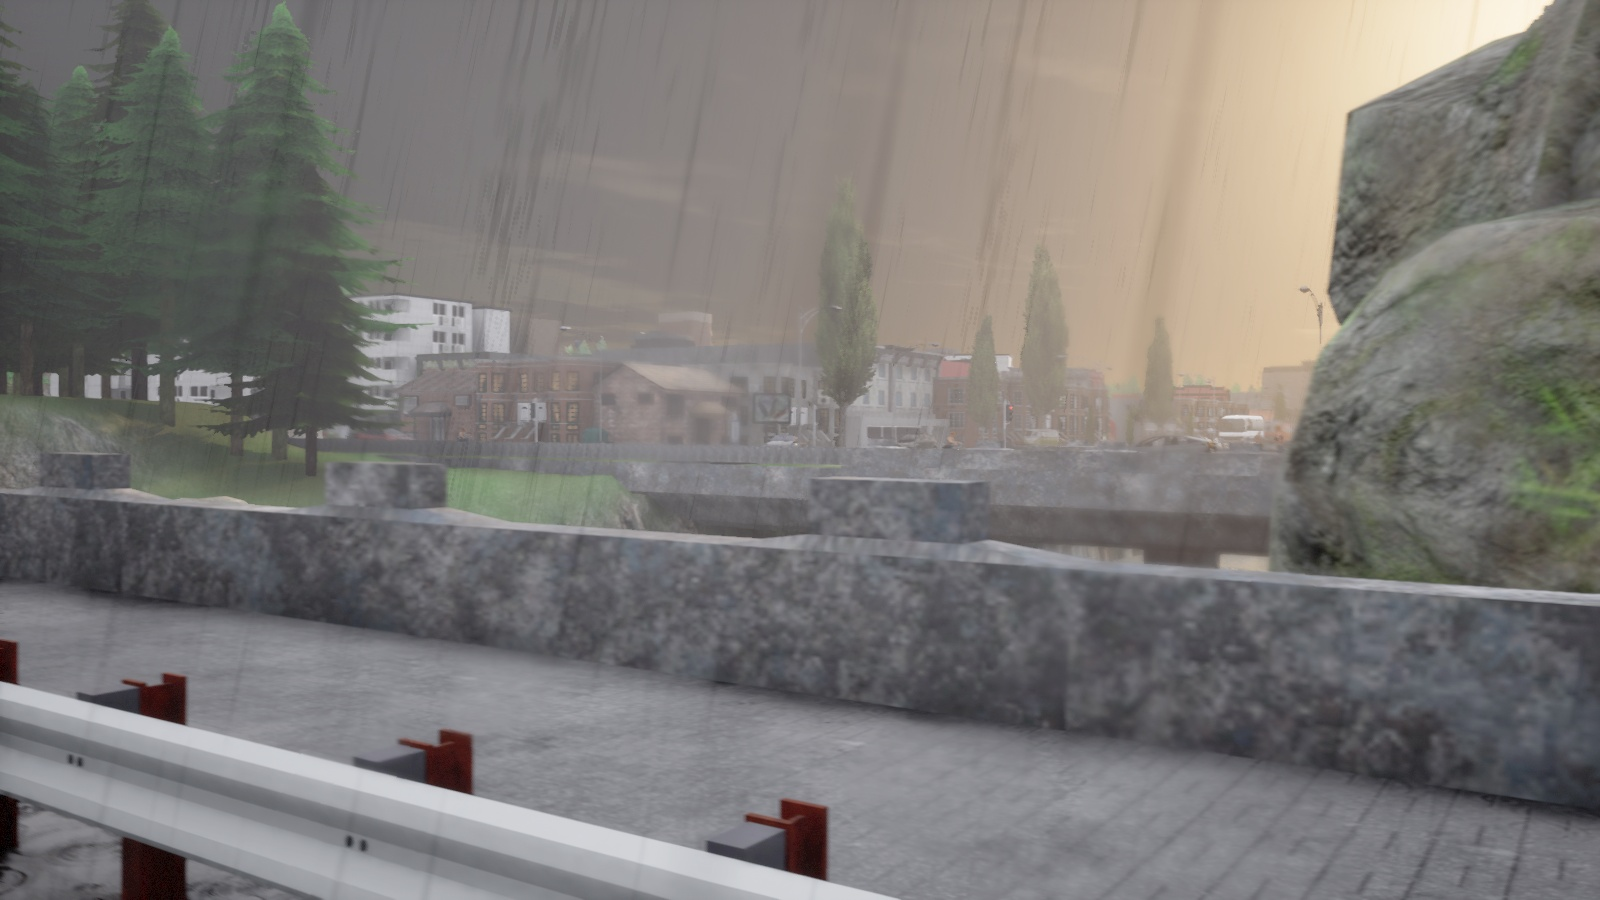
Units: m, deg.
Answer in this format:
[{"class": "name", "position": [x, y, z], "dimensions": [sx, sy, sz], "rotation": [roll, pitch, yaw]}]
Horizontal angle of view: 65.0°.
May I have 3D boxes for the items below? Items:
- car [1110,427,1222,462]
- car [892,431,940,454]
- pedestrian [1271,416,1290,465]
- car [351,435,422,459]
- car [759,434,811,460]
[{"class": "car", "position": [16.716, -0.256, 57.359], "dimensions": [4.514, 1.525, 2.007], "rotation": [0, 1, 34]}, {"class": "car", "position": [8.085, -0.556, 87.399], "dimensions": [1.789, 1.549, 3.705], "rotation": [0, 1, 34]}, {"class": "pedestrian", "position": [18.043, -0.366, 47.146], "dimensions": [0.594, 1.836, 0.345], "rotation": [0, 1, 34]}, {"class": "car", "position": [-26.889, -0.192, 81.593], "dimensions": [4.514, 1.525, 2.007], "rotation": [0, 1, 34]}, {"class": "car", "position": [-0.816, -0.177, 71.748], "dimensions": [1.994, 1.385, 4.181], "rotation": [0, 1, 13]}]
